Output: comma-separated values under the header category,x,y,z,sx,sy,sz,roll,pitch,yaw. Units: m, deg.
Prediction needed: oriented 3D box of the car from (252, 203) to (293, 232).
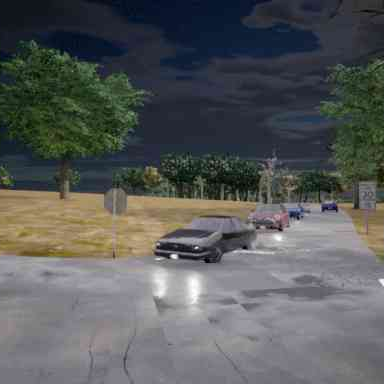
category,x,y,z,sx,sy,sz,roll,pitch,yaw
car,4.954,1.484,21.250,2.097,1.767,4.553,0,-1,23

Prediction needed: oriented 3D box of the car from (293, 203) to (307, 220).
category,x,y,z,sx,sy,sz,roll,pitch,yaw
car,9.224,1.724,30.933,1.882,1.535,5.008,0,-1,24

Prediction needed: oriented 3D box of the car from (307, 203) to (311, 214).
category,x,y,z,sx,sy,sz,roll,pitch,yaw
car,13.420,1.964,40.554,1.895,1.301,4.718,0,-1,23

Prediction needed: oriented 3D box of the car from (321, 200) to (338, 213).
category,x,y,z,sx,sy,sz,roll,pitch,yaw
car,18.531,1.908,44.681,1.882,1.535,5.008,0,-1,22

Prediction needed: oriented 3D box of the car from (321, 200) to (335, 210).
category,x,y,z,sx,sy,sz,roll,pitch,yaw
car,22.184,2.065,54.347,1.882,1.535,5.008,0,-1,20

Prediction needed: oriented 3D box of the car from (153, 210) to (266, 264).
category,x,y,z,sx,sy,sz,roll,pitch,yaw
car,0.817,1.594,12.407,2.033,1.411,5.357,0,0,31
